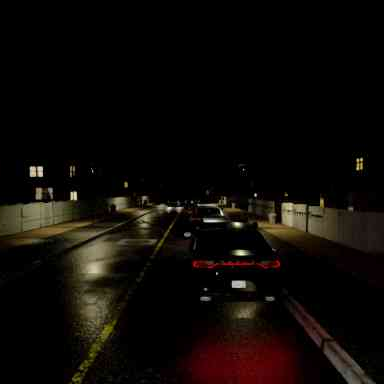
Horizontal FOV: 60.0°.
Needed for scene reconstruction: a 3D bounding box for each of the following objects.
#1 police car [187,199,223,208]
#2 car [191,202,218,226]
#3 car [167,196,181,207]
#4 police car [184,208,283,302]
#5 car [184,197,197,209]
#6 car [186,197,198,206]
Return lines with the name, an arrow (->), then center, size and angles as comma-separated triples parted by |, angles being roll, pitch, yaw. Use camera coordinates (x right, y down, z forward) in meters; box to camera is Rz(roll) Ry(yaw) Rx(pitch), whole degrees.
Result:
police car -> 0.823, 1.432, 18.448 | 1.930, 1.638, 5.238 | 0, 0, 0
car -> 0.823, 1.519, 24.338 | 1.837, 1.490, 4.892 | 0, 0, 0
car -> -2.754, 1.427, 51.812 | 2.097, 1.767, 4.553 | 0, 0, 0
police car -> 0.824, 1.424, 8.445 | 1.930, 1.638, 5.238 | 0, 0, 0
car -> 0.025, 1.409, 45.790 | 2.097, 1.767, 4.553 | 0, 0, 0
car -> -0.004, 1.668, 59.758 | 1.994, 1.385, 4.181 | 0, 0, 0
